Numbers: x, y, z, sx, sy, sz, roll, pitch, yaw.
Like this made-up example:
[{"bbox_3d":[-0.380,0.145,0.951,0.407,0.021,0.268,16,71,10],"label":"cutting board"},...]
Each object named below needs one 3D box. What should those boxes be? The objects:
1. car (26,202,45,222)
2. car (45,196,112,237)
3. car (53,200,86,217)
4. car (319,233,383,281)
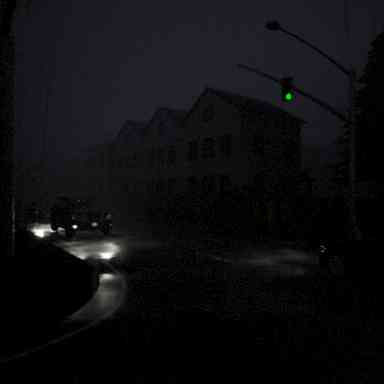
[{"bbox_3d":[-12.311,1.557,27.264,2.128,1.511,4.902,1,0,-35],"label":"car"},{"bbox_3d":[-6.439,1.280,18.886,2.150,2.045,5.566,1,-1,-35],"label":"car"},{"bbox_3d":[-12.557,1.584,33.849,1.882,1.535,5.008,1,0,-35],"label":"car"},{"bbox_3d":[5.562,1.567,8.060,1.882,1.535,5.008,1,0,-35],"label":"car"}]
